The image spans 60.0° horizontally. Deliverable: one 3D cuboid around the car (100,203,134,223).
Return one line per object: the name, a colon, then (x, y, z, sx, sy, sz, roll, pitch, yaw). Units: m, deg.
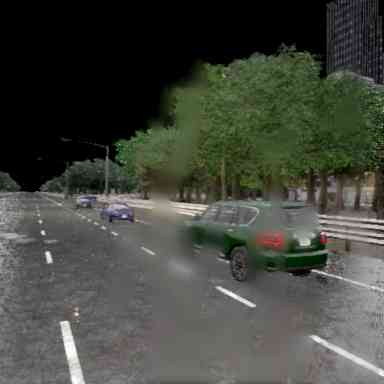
car: (-5.715, 1.535, 25.314, 1.812, 1.442, 4.674, 1, 0, -25)

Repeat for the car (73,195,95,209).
car: (-14.250, 1.479, 43.217, 1.812, 1.442, 4.674, 1, 0, -26)

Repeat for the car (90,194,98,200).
car: (-27.238, 1.388, 90.655, 1.882, 1.535, 5.008, 1, 0, 3)

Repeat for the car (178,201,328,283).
car: (1.493, 1.271, 10.214, 2.150, 2.045, 5.566, 1, 0, -26)
